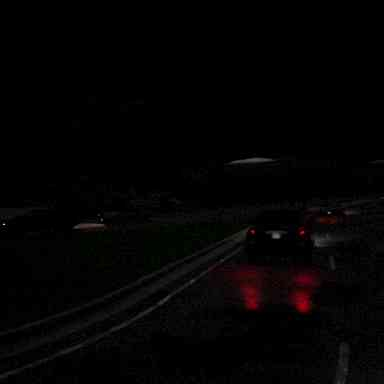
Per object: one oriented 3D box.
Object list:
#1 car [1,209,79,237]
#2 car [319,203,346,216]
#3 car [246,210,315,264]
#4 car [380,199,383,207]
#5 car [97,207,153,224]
[{"bbox_3d":[-9.691,1.875,21.042,4.902,1.511,2.128,-1,-1,-41],"label":"car"},{"bbox_3d":[14.654,1.752,34.510,1.895,1.301,4.718,-1,-1,33],"label":"car"},{"bbox_3d":[3.472,1.440,12.567,2.097,1.767,4.553,-1,-1,22],"label":"car"},{"bbox_3d":[31.559,1.659,53.623,1.994,1.385,4.181,-1,-1,34],"label":"car"},{"bbox_3d":[-5.792,2.010,28.991,4.718,1.301,1.895,0,-1,-42],"label":"car"}]
